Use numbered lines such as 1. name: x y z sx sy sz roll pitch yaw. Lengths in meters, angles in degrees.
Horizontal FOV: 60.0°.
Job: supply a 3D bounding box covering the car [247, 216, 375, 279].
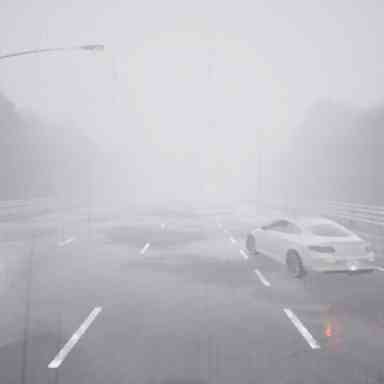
1. car: 3.146 1.419 9.685 1.812 1.442 4.674 0 0 -11
